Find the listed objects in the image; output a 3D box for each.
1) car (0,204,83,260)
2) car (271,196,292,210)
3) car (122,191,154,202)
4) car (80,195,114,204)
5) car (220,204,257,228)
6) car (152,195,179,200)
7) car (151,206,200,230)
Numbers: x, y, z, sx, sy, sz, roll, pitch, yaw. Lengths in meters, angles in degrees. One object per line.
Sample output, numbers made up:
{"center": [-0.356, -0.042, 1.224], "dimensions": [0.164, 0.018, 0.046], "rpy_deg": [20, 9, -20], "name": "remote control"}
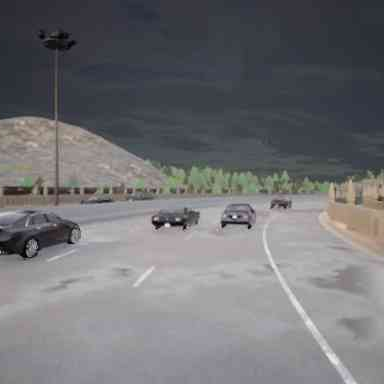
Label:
{"center": [-5.840, 1.411, 12.134], "dimensions": [1.837, 1.490, 4.892], "rpy_deg": [0, 0, 8], "name": "car"}
{"center": [11.023, 1.325, 40.821], "dimensions": [1.837, 1.490, 4.892], "rpy_deg": [0, 0, 28], "name": "car"}
{"center": [-6.968, 0.938, 44.620], "dimensions": [2.150, 2.045, 5.566], "rpy_deg": [0, 0, 26], "name": "car"}
{"center": [-11.977, 1.191, 42.081], "dimensions": [1.882, 1.535, 5.008], "rpy_deg": [0, 0, 24], "name": "car"}
{"center": [3.067, 1.442, 21.246], "dimensions": [2.033, 1.411, 5.357], "rpy_deg": [0, 0, 15], "name": "car"}
{"center": [-2.901, 1.350, 44.935], "dimensions": [1.895, 1.301, 4.718], "rpy_deg": [0, 0, 27], "name": "car"}
{"center": [-0.806, 1.485, 20.066], "dimensions": [1.895, 1.301, 4.718], "rpy_deg": [0, 0, 13], "name": "car"}
